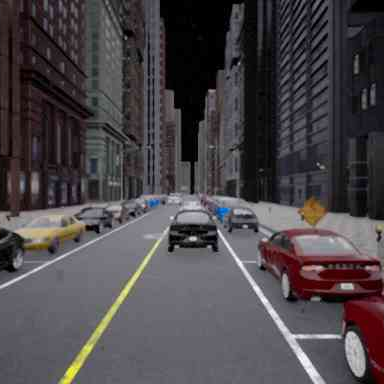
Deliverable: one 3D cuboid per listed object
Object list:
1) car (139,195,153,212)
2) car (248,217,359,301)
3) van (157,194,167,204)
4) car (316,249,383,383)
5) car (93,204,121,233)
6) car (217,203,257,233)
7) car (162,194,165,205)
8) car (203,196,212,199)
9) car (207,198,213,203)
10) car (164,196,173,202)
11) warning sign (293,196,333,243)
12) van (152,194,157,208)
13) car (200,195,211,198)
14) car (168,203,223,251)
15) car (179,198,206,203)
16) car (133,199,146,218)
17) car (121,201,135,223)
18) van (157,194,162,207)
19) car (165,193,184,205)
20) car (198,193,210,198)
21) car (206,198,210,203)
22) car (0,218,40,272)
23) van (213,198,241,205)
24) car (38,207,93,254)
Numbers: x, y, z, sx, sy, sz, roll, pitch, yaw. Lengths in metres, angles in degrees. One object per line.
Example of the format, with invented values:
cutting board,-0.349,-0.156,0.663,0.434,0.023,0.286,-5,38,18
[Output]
car,-5.755,1.451,36.319,1.967,1.590,4.097,0,0,0
car,2.764,1.544,8.151,1.887,1.381,4.507,0,0,0
van,-5.749,1.381,64.500,1.690,1.788,3.998,0,0,0
car,2.762,1.545,2.515,1.887,1.381,4.507,0,0,0
car,-5.759,1.567,19.408,1.947,1.339,4.313,0,0,0
car,2.766,1.553,19.423,2.008,1.369,4.403,0,0,0
car,-5.751,1.348,58.864,2.192,1.841,5.009,0,0,0
car,2.771,1.567,41.969,2.008,1.369,4.403,0,0,0
car,2.768,1.558,30.696,2.008,1.369,4.403,0,0,0
car,-5.745,1.610,81.411,1.887,1.381,4.507,0,0,0
warning sign,5.073,1.116,14.005,1.300,1.860,1.060,0,0,0
van,-5.754,1.357,41.955,1.690,1.788,3.998,0,0,0
car,2.774,1.572,53.241,1.887,1.381,4.507,0,0,0
car,0.058,1.478,14.120,1.882,1.535,5.008,0,0,0
car,0.058,1.531,28.563,1.812,1.442,4.674,0,0,0
car,-5.756,1.573,30.682,1.947,1.339,4.313,0,0,0
car,-5.758,1.586,25.045,1.802,1.307,4.206,0,0,0
van,-5.753,1.362,47.591,1.690,1.788,3.998,0,0,0
car,-3.039,1.253,58.019,2.150,2.045,5.566,0,0,1
car,2.776,1.355,64.513,2.192,1.841,5.009,0,0,0
car,2.770,1.593,36.332,1.802,1.307,4.206,0,0,0
car,-5.761,1.565,8.135,1.947,1.339,4.313,0,0,0
van,2.767,1.345,25.060,1.690,1.788,3.998,0,0,0
car,-5.760,1.526,13.602,1.752,1.417,4.829,0,0,0
